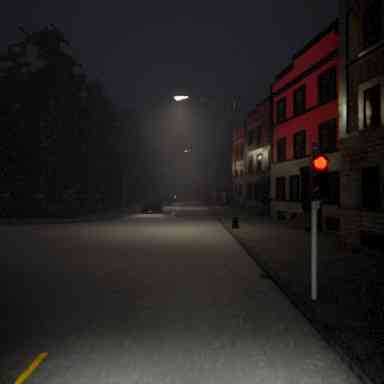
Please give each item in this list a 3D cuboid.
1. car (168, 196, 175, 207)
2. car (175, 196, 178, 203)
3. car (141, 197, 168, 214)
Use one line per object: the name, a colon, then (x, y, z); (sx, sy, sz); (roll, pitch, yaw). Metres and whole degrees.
car: (-4.001, 1.431, 50.235); (1.812, 1.442, 4.674); (0, 1, 0)
car: (-3.887, 1.489, 68.157); (1.895, 1.301, 4.718); (0, 0, 0)
car: (-4.039, 1.481, 34.599); (2.033, 1.411, 5.357); (0, 0, 0)
